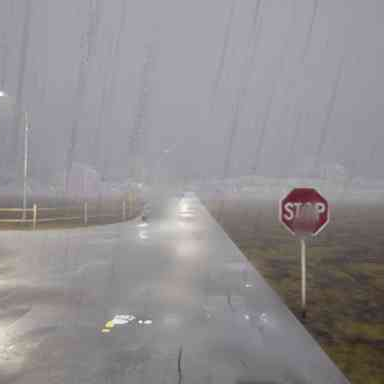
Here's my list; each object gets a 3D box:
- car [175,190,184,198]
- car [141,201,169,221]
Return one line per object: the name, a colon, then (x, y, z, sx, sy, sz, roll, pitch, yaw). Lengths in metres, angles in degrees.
car: (-3.143, 0.515, 86.433, 2.150, 2.045, 5.566, 0, 1, 0)
car: (-2.837, 1.507, 26.248, 1.837, 1.490, 4.892, 0, 2, 0)
